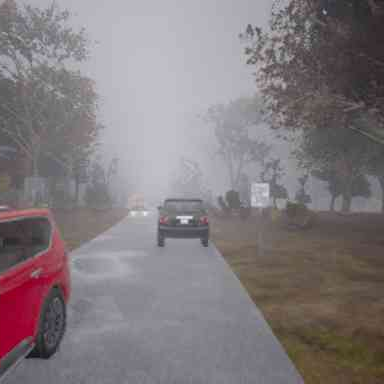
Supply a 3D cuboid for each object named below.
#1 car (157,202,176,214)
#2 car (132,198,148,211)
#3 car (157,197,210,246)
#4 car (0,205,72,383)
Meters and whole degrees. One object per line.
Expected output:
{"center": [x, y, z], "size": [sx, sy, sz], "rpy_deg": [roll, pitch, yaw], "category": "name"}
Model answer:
{"center": [-3.082, 1.817, 39.094], "size": [1.895, 1.301, 4.718], "rpy_deg": [1, -1, -9], "category": "car"}
{"center": [-6.921, 1.602, 44.170], "size": [2.097, 1.767, 4.553], "rpy_deg": [1, -1, -10], "category": "car"}
{"center": [-0.465, 1.241, 15.576], "size": [2.150, 2.045, 5.566], "rpy_deg": [1, 0, -4], "category": "car"}
{"center": [-2.910, 1.208, 3.020], "size": [2.150, 2.045, 5.566], "rpy_deg": [0, 0, -1], "category": "car"}
